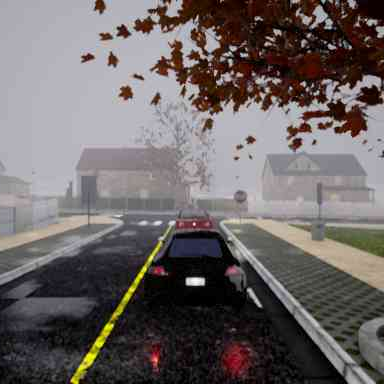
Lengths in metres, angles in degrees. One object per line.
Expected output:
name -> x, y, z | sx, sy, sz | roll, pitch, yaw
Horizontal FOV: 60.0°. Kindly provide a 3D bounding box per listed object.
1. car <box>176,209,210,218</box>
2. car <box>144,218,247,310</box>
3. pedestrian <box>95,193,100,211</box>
car -> 0.036, 1.580, 18.235 | 1.895, 1.301, 4.718 | 0, 0, -2
car -> 0.090, 1.555, 7.900 | 1.994, 1.385, 4.181 | 0, 0, 1
pedestrian -> -9.714, 0.980, 34.040 | 0.375, 1.860, 0.375 | 0, -1, 0
